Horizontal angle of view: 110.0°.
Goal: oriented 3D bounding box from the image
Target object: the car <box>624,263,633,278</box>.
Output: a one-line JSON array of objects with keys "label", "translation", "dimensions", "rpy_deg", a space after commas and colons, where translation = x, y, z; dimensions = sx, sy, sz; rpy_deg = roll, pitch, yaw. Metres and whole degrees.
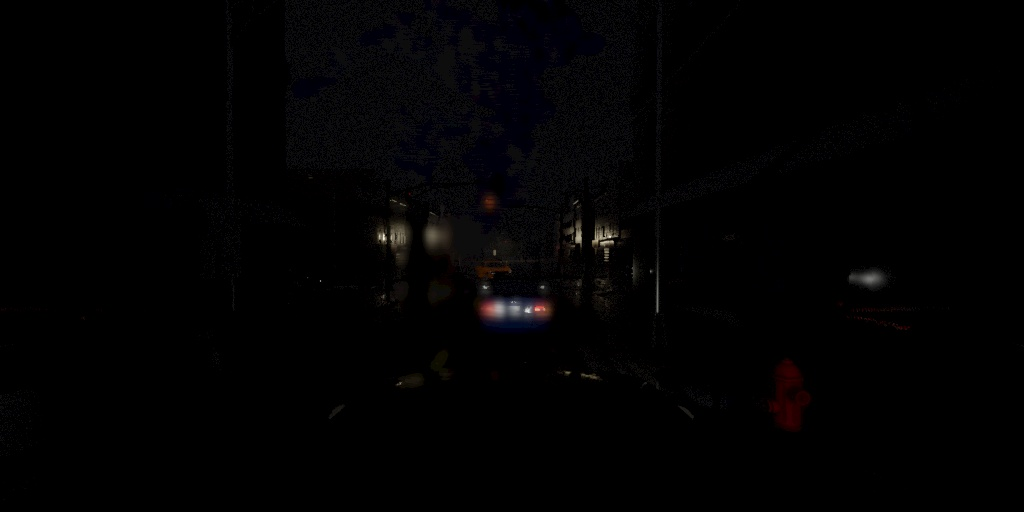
[{"label": "car", "translation": [10.572, 0.731, 26.162], "dimensions": [4.553, 1.767, 2.097], "rpy_deg": [-2, 1, 1]}]

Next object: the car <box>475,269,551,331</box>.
[{"label": "car", "translation": [0.088, 1.285, 10.842], "dimensions": [2.033, 1.411, 5.357], "rpy_deg": [0, 0, 0]}]

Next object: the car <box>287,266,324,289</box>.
[{"label": "car", "translation": [-14.799, 1.375, 23.102], "dimensions": [4.892, 1.490, 1.837], "rpy_deg": [0, 1, -2]}]

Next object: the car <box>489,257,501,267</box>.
[{"label": "car", "translation": [-2.834, 0.953, 60.335], "dimensions": [1.837, 1.490, 4.892], "rpy_deg": [0, 0, 0]}]

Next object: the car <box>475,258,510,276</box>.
[{"label": "car", "translation": [-1.579, 1.137, 28.430], "dimensions": [1.882, 1.535, 5.008], "rpy_deg": [-1, 0, -20]}]
